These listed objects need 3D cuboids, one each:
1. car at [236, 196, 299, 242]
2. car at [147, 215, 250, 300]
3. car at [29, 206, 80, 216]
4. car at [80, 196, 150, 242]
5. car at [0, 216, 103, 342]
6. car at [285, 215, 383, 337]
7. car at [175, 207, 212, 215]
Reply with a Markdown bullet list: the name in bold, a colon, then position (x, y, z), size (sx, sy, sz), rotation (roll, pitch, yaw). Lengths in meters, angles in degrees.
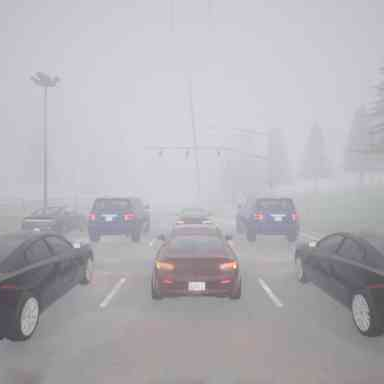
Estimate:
- **car**: position (3.574, 1.221, 16.531), size (2.150, 2.045, 5.566), rotation (0, 0, 0)
- **car**: position (0.085, 1.526, 8.269), size (1.812, 1.442, 4.674), rotation (0, 0, 0)
- **car**: position (-6.935, 1.491, 17.277), size (2.128, 1.511, 4.902), rotation (0, 0, 0)
- **car**: position (-3.433, 1.221, 16.496), size (2.150, 2.045, 5.566), rotation (0, 0, 0)
- **car**: position (-3.412, 1.478, 6.498), size (1.882, 1.535, 5.008), rotation (0, 0, 0)
- **car**: position (3.587, 1.478, 6.664), size (1.882, 1.535, 5.008), rotation (0, 0, 0)
- **car**: position (0.069, 1.526, 17.366), size (1.812, 1.442, 4.674), rotation (0, 0, 0)
